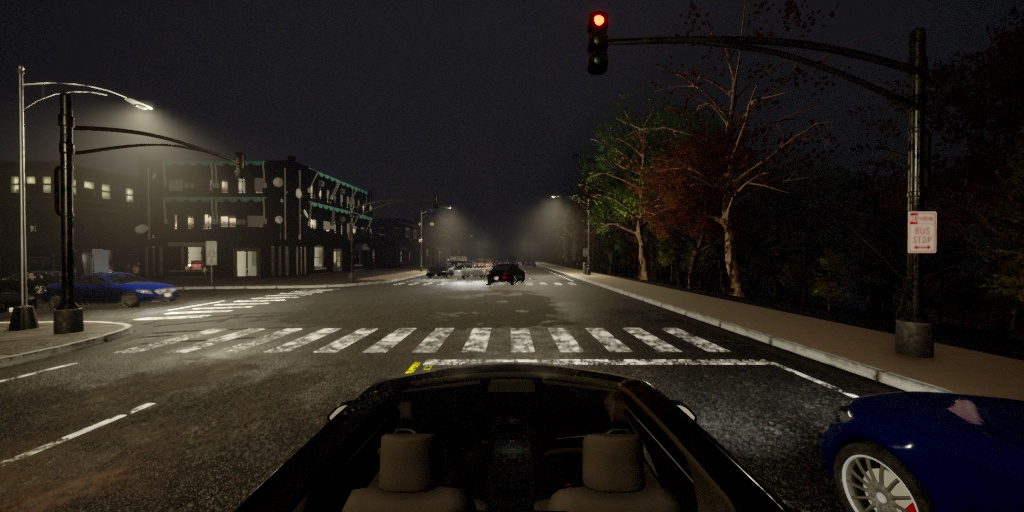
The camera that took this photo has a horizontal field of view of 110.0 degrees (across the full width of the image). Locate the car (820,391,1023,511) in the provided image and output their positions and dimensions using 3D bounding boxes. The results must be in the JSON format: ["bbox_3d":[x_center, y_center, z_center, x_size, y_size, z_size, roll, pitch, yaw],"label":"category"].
[{"bbox_3d":[3.358,1.276,0.888,1.812,1.442,4.674,0,0,1],"label":"car"}]

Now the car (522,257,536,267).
[{"bbox_3d":[3.227,1.274,63.694,2.033,1.411,5.357,0,0,0],"label":"car"}]

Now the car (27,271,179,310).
[{"bbox_3d":[-17.372,1.467,15.603,4.674,1.442,1.812,-1,1,-1],"label":"car"}]

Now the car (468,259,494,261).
[{"bbox_3d":[-3.423,1.088,41.254,2.097,1.767,4.553,0,0,0],"label":"car"}]

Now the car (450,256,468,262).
[{"bbox_3d":[-6.674,0.957,44.237,2.150,2.045,5.566,0,0,0],"label":"car"}]

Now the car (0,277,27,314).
[{"bbox_3d":[-19.970,1.565,12.853,4.313,1.339,1.948,0,0,0],"label":"car"}]

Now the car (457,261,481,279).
[{"bbox_3d":[-3.407,1.341,32.282,1.895,1.301,4.718,0,0,0],"label":"car"}]

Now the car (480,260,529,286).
[{"bbox_3d":[-0.392,1.269,25.247,1.812,1.442,4.674,1,0,15],"label":"car"}]

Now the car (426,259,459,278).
[{"bbox_3d":[-6.659,1.287,34.001,2.033,1.411,5.357,0,0,0],"label":"car"}]

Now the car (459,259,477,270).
[{"bbox_3d":[-6.696,1.222,54.641,2.128,1.511,4.902,0,0,0],"label":"car"}]

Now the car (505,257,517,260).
[{"bbox_3d":[-0.015,1.255,56.451,1.812,1.442,4.674,0,0,0],"label":"car"}]

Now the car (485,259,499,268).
[{"bbox_3d":[-3.431,1.219,61.705,2.128,1.511,4.902,0,0,0],"label":"car"}]

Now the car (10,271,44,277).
[{"bbox_3d":[-28.321,1.560,21.348,4.403,1.370,2.007,0,0,0],"label":"car"}]
